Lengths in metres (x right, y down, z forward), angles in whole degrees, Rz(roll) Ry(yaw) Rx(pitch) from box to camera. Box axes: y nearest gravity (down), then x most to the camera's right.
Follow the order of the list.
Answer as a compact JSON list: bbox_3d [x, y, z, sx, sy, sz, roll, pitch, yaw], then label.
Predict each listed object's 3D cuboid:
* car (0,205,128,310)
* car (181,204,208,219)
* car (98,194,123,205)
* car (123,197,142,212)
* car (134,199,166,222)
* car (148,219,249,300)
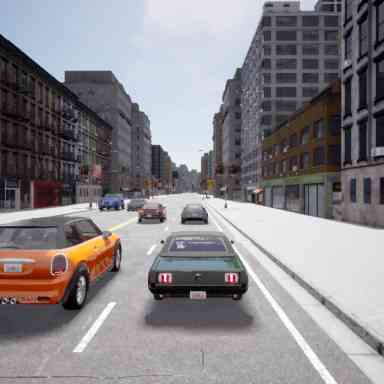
[{"bbox_3d":[-3.122,1.352,7.976,2.097,1.767,4.553,0,0,1],"label":"car"},{"bbox_3d":[0.199,1.570,25.278,1.994,1.385,4.181,0,0,0],"label":"car"},{"bbox_3d":[-9.681,1.233,40.575,2.150,2.045,5.566,0,0,0],"label":"car"},{"bbox_3d":[-6.438,1.516,39.201,1.837,1.490,4.892,0,0,0],"label":"car"},{"bbox_3d":[-3.048,1.532,26.025,1.812,1.442,4.674,0,0,0],"label":"car"},{"bbox_3d":[0.132,1.601,8.316,1.895,1.301,4.718,0,0,0],"label":"car"}]
